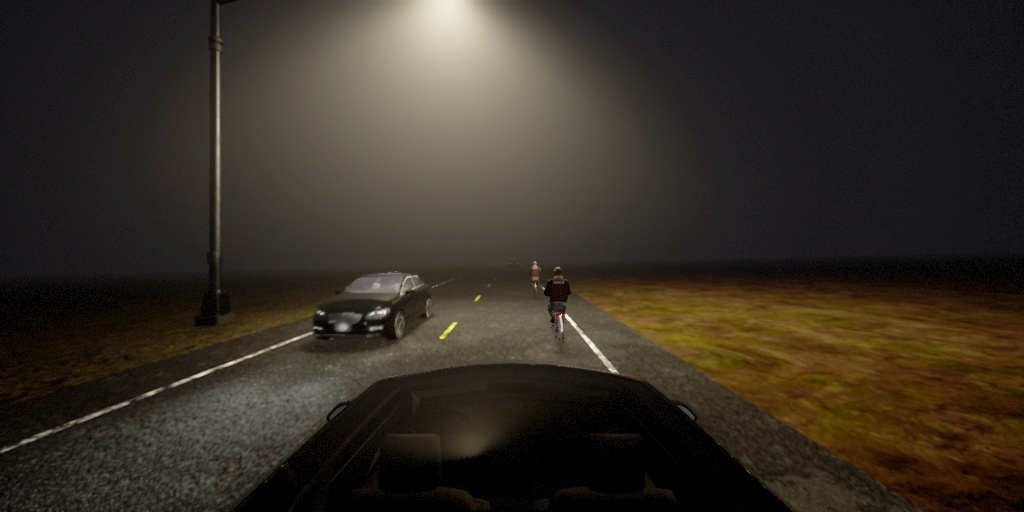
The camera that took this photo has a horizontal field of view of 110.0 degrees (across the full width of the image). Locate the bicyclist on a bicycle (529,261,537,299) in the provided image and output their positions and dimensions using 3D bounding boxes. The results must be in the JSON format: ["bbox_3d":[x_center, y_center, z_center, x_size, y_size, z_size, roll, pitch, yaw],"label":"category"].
[{"bbox_3d":[1.089,1.124,17.052,0.659,1.776,1.843,0,0,1],"label":"bicyclist on a bicycle"}]

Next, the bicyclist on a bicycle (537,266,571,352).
[{"bbox_3d":[1.011,1.122,8.084,0.659,1.776,1.843,0,0,0],"label":"bicyclist on a bicycle"}]

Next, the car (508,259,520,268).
[{"bbox_3d":[0.301,1.337,60.535,2.033,1.411,5.357,0,0,0],"label":"car"}]

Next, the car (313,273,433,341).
[{"bbox_3d":[-3.544,1.243,9.990,2.128,1.511,4.902,0,0,1],"label":"car"}]
